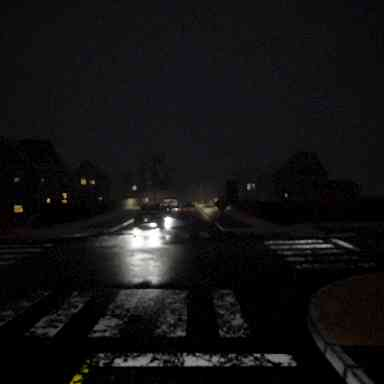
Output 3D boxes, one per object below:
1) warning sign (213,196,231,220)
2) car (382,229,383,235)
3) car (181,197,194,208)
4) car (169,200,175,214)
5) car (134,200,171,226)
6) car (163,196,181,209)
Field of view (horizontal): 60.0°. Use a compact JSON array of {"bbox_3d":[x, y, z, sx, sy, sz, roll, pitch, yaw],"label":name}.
[{"bbox_3d":[2.390,1.250,26.584,1.300,1.860,1.060,2,1,-1],"label":"warning sign"},{"bbox_3d":[10.593,1.320,13.806,4.902,1.511,2.128,-1,1,0],"label":"car"},{"bbox_3d":[-0.548,1.997,56.376,1.895,1.301,4.718,0,-1,0],"label":"car"},{"bbox_3d":[-3.127,1.793,34.743,1.895,1.301,4.718,0,0,-1],"label":"car"},{"bbox_3d":[-3.016,1.614,24.443,2.128,1.511,4.902,0,0,1],"label":"car"},{"bbox_3d":[-3.370,1.591,53.761,2.150,2.045,5.566,0,-1,0],"label":"car"}]
